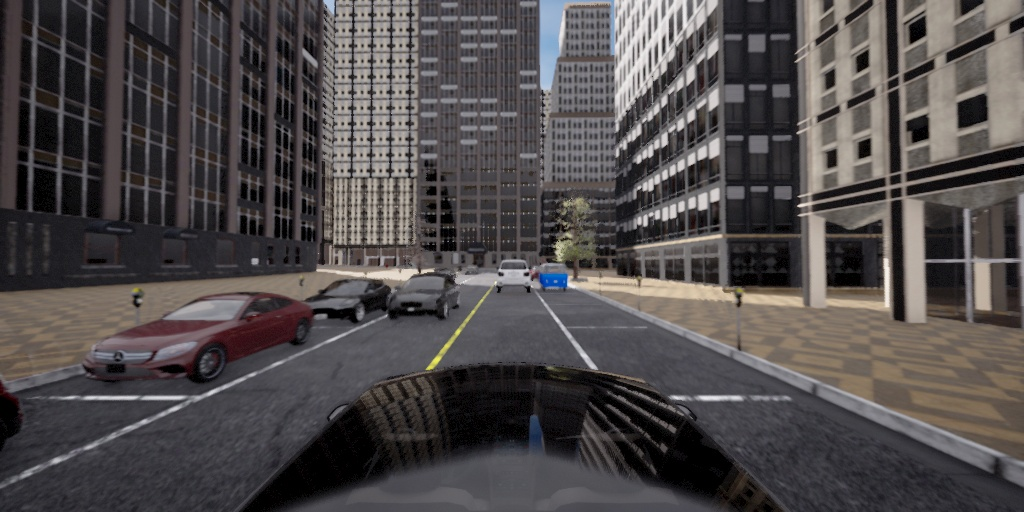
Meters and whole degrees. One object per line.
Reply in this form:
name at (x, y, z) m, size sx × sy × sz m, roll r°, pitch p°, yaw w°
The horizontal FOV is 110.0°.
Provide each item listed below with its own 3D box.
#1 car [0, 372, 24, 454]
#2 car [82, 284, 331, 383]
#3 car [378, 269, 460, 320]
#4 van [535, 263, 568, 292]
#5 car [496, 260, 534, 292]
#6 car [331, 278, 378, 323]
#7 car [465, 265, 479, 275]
car at (-5.689, 1.189, 1.593) m, size 1.967 × 1.591 × 4.097 m, roll 0°, pitch 0°, yaw 0°
car at (-5.686, 1.407, 7.235) m, size 1.802 × 1.307 × 4.207 m, roll 0°, pitch 0°, yaw 0°
car at (-3.094, 1.412, 13.421) m, size 1.837 × 1.490 × 4.892 m, roll 0°, pitch -1°, yaw 0°
van at (2.704, 1.391, 24.151) m, size 1.690 × 1.789 × 3.998 m, roll 0°, pitch 0°, yaw 0°
car at (0.108, 1.274, 24.127) m, size 2.150 × 2.045 × 5.566 m, roll 0°, pitch 0°, yaw 0°
car at (-5.684, 1.466, 12.877) m, size 1.948 × 1.339 × 4.313 m, roll 0°, pitch 0°, yaw 0°
car at (-5.794, 1.974, 52.371) m, size 2.007 × 1.370 × 4.403 m, roll 0°, pitch 0°, yaw 0°
